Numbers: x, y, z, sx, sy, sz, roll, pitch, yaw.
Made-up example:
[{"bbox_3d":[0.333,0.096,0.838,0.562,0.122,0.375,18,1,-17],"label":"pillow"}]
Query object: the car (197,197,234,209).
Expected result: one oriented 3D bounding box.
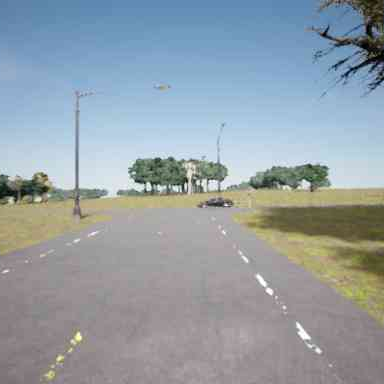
[{"bbox_3d":[3.070,1.487,44.207,4.892,1.490,1.837,-2,-1,-1],"label":"car"}]
